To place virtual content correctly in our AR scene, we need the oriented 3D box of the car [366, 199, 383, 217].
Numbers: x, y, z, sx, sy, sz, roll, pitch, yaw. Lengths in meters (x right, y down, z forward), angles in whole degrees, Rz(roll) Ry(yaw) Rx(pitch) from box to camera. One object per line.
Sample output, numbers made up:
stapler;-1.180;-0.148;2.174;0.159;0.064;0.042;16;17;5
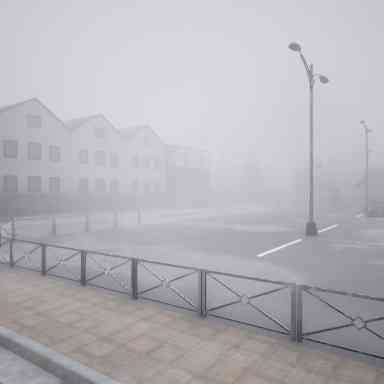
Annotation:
car;15.362;1.298;26.847;2.007;1.523;4.514;0;0;35
